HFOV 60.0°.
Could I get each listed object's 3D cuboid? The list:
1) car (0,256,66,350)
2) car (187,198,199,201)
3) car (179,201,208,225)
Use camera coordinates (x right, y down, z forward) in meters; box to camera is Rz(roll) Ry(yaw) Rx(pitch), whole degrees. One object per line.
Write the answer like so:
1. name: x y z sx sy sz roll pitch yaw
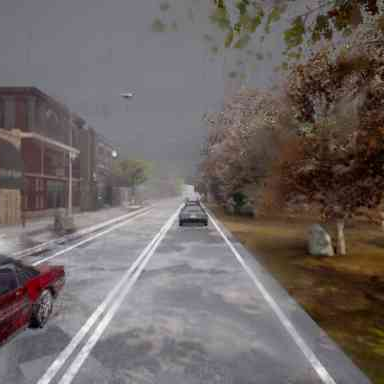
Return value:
1. car: -3.350 1.601 4.176 1.895 1.301 4.718 0 0 0
2. car: 0.078 1.482 41.618 2.128 1.511 4.902 0 0 0
3. car: 0.088 1.561 23.774 1.994 1.385 4.181 0 0 0
